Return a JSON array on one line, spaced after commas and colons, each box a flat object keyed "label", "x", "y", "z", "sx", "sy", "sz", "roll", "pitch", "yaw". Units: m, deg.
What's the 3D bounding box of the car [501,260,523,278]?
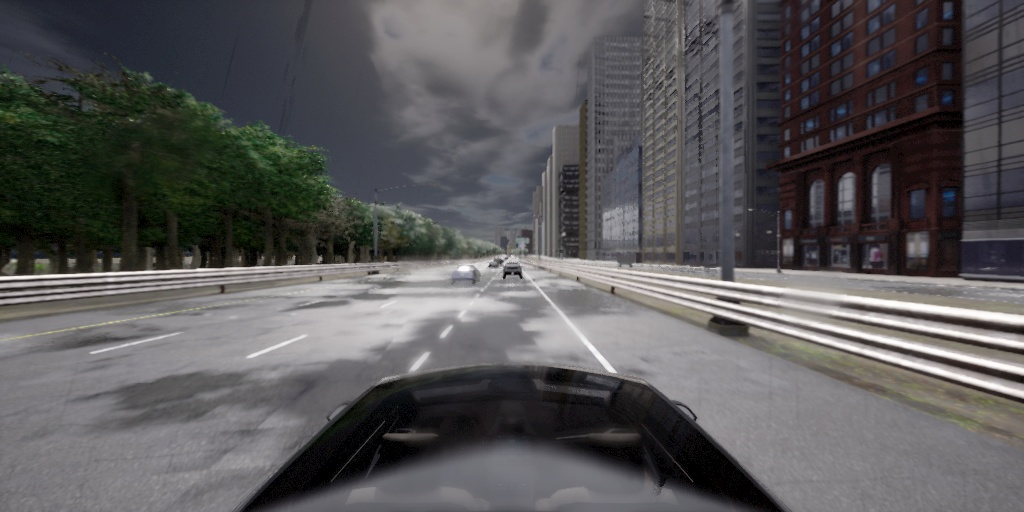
[{"label": "car", "x": 0.054, "y": 1.412, "z": 36.714, "sx": 1.837, "sy": 1.490, "sz": 4.892, "roll": 0, "pitch": 0, "yaw": 0}]

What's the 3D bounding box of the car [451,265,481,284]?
[{"label": "car", "x": -3.523, "y": 1.410, "z": 28.015, "sx": 2.033, "sy": 1.411, "sz": 5.357, "roll": 0, "pitch": 0, "yaw": 0}]
